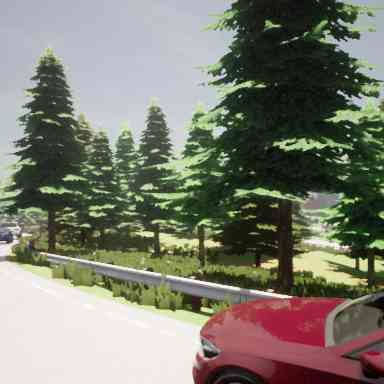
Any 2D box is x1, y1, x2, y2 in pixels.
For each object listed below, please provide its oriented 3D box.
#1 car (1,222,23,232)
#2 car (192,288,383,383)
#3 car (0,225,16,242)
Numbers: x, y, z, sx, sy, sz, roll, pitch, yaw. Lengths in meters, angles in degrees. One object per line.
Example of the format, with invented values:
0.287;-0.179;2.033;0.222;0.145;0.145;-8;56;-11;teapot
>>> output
-21.678;4.650;39.793;2.150;2.045;5.566;0;-5;-24;car
2.223;1.529;2.795;4.674;1.442;1.812;0;0;32;car
-17.487;3.998;30.329;1.812;1.442;4.674;0;-5;-23;car
